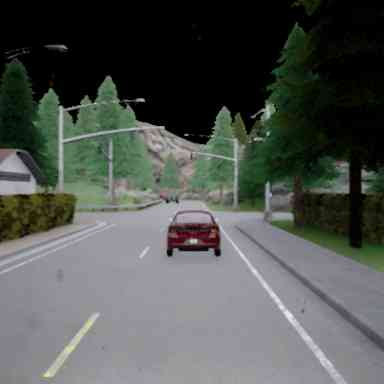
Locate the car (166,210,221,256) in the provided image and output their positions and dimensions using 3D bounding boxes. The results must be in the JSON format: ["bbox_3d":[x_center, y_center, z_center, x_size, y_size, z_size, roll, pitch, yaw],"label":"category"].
[{"bbox_3d":[0.070,1.447,13.082,1.882,1.535,5.008,0,-1,0],"label":"car"}]

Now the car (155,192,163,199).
[{"bbox_3d":[-6.651,1.047,75.967,2.150,2.045,5.566,0,0,-35],"label":"car"}]

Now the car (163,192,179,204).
[{"bbox_3d":[-3.511,1.080,60.031,2.150,2.045,5.566,0,0,1],"label":"car"}]
